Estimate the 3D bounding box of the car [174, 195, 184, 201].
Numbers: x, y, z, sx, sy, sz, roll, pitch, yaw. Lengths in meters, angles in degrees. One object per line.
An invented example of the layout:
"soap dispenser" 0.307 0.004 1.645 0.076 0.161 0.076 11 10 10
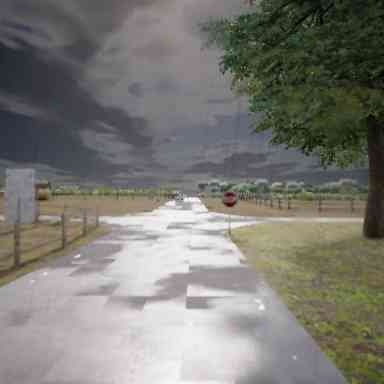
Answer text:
"car" -2.709 1.287 69.678 1.895 1.301 4.718 0 0 0
